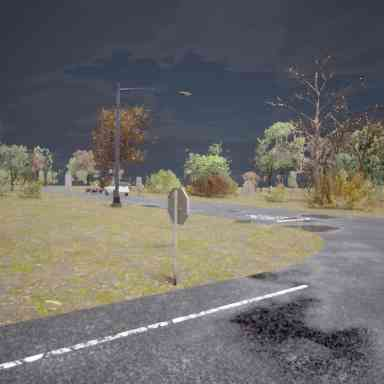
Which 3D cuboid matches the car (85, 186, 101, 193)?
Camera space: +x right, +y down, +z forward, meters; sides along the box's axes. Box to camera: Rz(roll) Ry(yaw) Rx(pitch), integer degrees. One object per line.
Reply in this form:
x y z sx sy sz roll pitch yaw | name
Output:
-17.705 -0.433 59.843 1.895 1.301 4.718 0 2 -36 | car

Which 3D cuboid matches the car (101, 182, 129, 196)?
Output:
-11.626 -0.476 51.361 2.150 2.045 5.566 0 2 -36 | car
